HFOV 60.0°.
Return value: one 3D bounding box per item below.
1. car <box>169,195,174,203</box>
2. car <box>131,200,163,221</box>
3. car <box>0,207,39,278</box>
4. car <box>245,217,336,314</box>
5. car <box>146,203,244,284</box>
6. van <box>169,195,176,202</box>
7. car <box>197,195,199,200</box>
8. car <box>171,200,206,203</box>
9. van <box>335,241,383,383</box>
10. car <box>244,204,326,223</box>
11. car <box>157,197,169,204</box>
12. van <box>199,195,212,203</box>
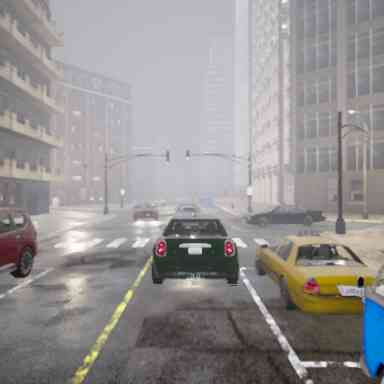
[{"bbox_3d":[-5.327,1.644,67.555,1.967,1.590,4.097,0,0,0],"label":"car"},{"bbox_3d":[-4.015,1.628,28.102,1.994,1.385,4.181,0,0,-15],"label":"car"},{"bbox_3d":[-5.311,1.329,7.449,2.192,1.841,5.009,0,0,0],"label":"car"},{"bbox_3d":[2.568,1.540,7.627,1.752,1.417,4.829,0,0,0],"label":"car"},{"bbox_3d":[0.081,1.371,9.760,2.097,1.767,4.553,0,0,0],"label":"car"},{"bbox_3d":[-5.332,1.652,89.764,1.690,1.788,3.998,0,0,0],"label":"van"},{"bbox_3d":[2.550,1.801,78.660,1.887,1.381,4.507,0,0,0],"label":"car"},{"bbox_3d":[-0.367,1.560,24.007,1.812,1.442,4.674,-1,0,-5],"label":"car"},{"bbox_3d":[2.571,1.345,1.921,1.690,1.788,3.998,0,0,0],"label":"van"},{"bbox_3d":[5.964,1.517,21.859,5.357,1.411,2.033,-1,0,-7],"label":"car"},{"bbox_3d":[-5.325,1.681,56.280,1.752,1.417,4.829,0,0,0],"label":"car"},{"bbox_3d":[2.556,1.498,56.452,1.690,1.788,3.998,0,0,0],"label":"van"}]
